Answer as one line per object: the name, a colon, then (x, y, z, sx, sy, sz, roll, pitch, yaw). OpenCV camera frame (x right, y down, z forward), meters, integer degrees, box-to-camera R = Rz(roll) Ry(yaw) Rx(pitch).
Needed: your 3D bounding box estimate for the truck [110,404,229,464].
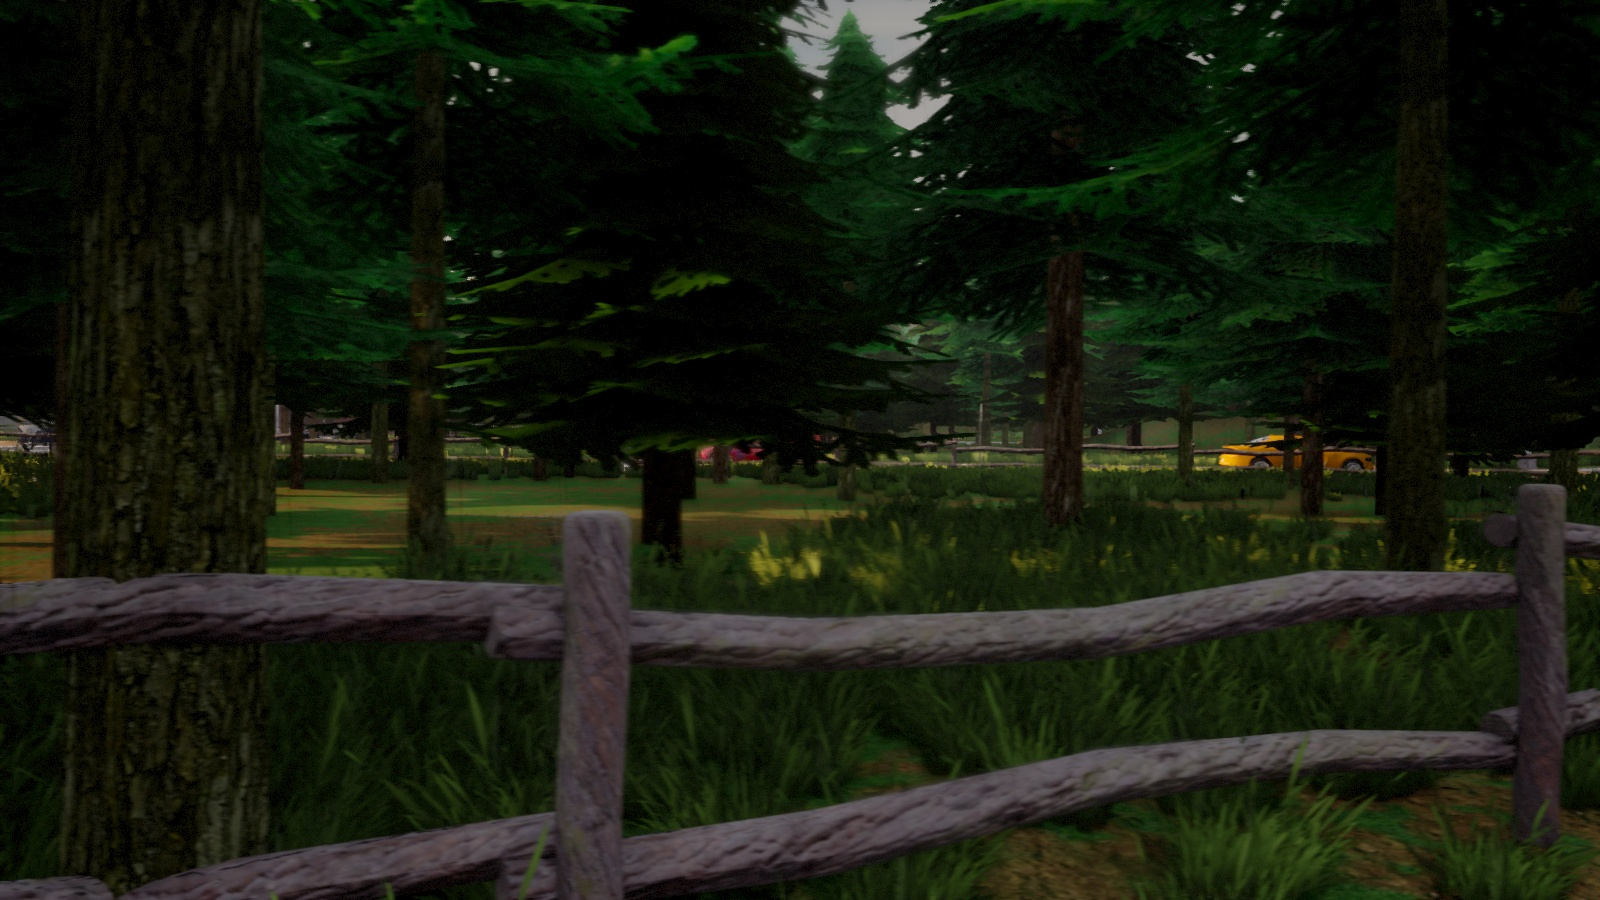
truck: (-38.968, -1.020, 77.941, 2.891, 3.462, 7.936, -1, 1, 4)

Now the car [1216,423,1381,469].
car: (17.277, -0.144, 43.729, 5.008, 1.535, 1.882, -1, 1, 5)

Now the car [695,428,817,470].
car: (-1.687, -0.053, 48.933, 4.514, 1.525, 2.007, -1, 1, 5)

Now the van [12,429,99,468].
van: (-39.707, -0.100, 67.099, 1.775, 1.987, 4.442, -1, 1, 4)
